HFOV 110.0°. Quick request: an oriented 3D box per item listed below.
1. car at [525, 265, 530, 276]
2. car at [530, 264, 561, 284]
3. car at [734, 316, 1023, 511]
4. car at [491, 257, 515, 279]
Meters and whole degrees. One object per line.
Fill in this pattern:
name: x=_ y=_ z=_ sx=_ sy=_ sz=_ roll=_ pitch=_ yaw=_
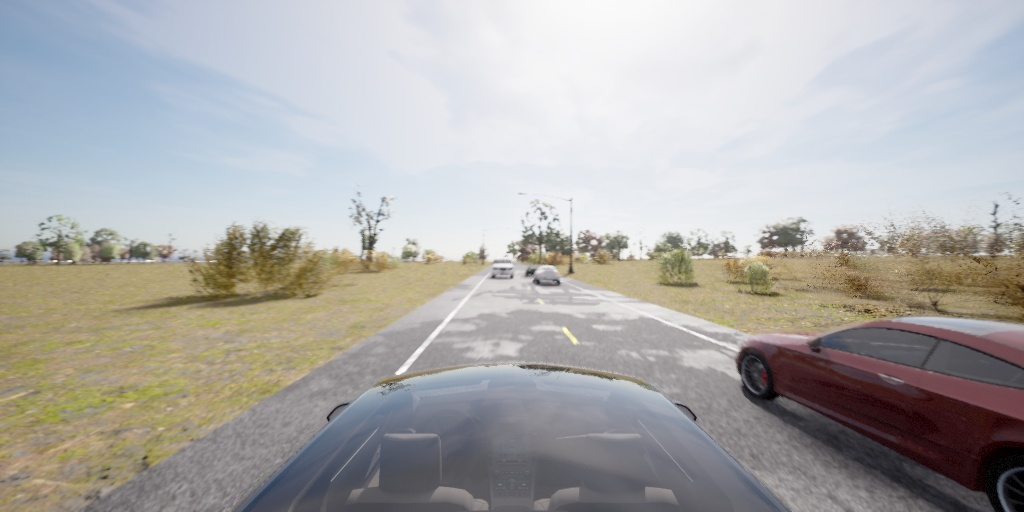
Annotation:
car: x=2.482 y=1.621 z=41.192 sx=1.895 sy=1.301 sz=4.718 roll=1 pitch=0 yaw=-1
car: x=2.820 y=1.481 z=29.485 sx=1.812 sy=1.442 sz=4.674 roll=1 pitch=0 yaw=-1
car: x=4.458 y=1.352 z=3.701 sx=1.812 sy=1.442 sz=4.674 roll=1 pitch=0 yaw=-1
car: x=-0.899 y=1.161 z=35.843 sx=2.150 sy=2.045 sz=5.566 roll=1 pitch=0 yaw=-1
